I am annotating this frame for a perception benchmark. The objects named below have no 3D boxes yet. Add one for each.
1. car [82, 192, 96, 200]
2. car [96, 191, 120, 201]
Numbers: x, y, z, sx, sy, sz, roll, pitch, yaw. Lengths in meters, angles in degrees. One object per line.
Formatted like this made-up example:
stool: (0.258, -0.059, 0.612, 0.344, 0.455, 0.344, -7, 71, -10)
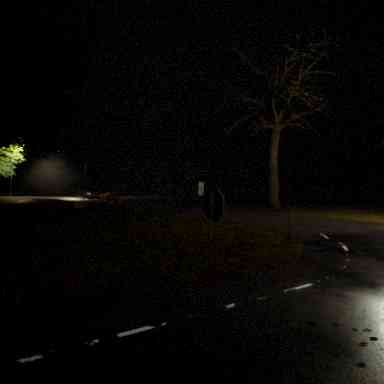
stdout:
car: (-18.214, 0.684, 60.103, 2.033, 1.411, 5.357, 2, -1, -36)
car: (-13.149, 0.652, 53.133, 1.882, 1.535, 5.008, 2, -1, -35)
